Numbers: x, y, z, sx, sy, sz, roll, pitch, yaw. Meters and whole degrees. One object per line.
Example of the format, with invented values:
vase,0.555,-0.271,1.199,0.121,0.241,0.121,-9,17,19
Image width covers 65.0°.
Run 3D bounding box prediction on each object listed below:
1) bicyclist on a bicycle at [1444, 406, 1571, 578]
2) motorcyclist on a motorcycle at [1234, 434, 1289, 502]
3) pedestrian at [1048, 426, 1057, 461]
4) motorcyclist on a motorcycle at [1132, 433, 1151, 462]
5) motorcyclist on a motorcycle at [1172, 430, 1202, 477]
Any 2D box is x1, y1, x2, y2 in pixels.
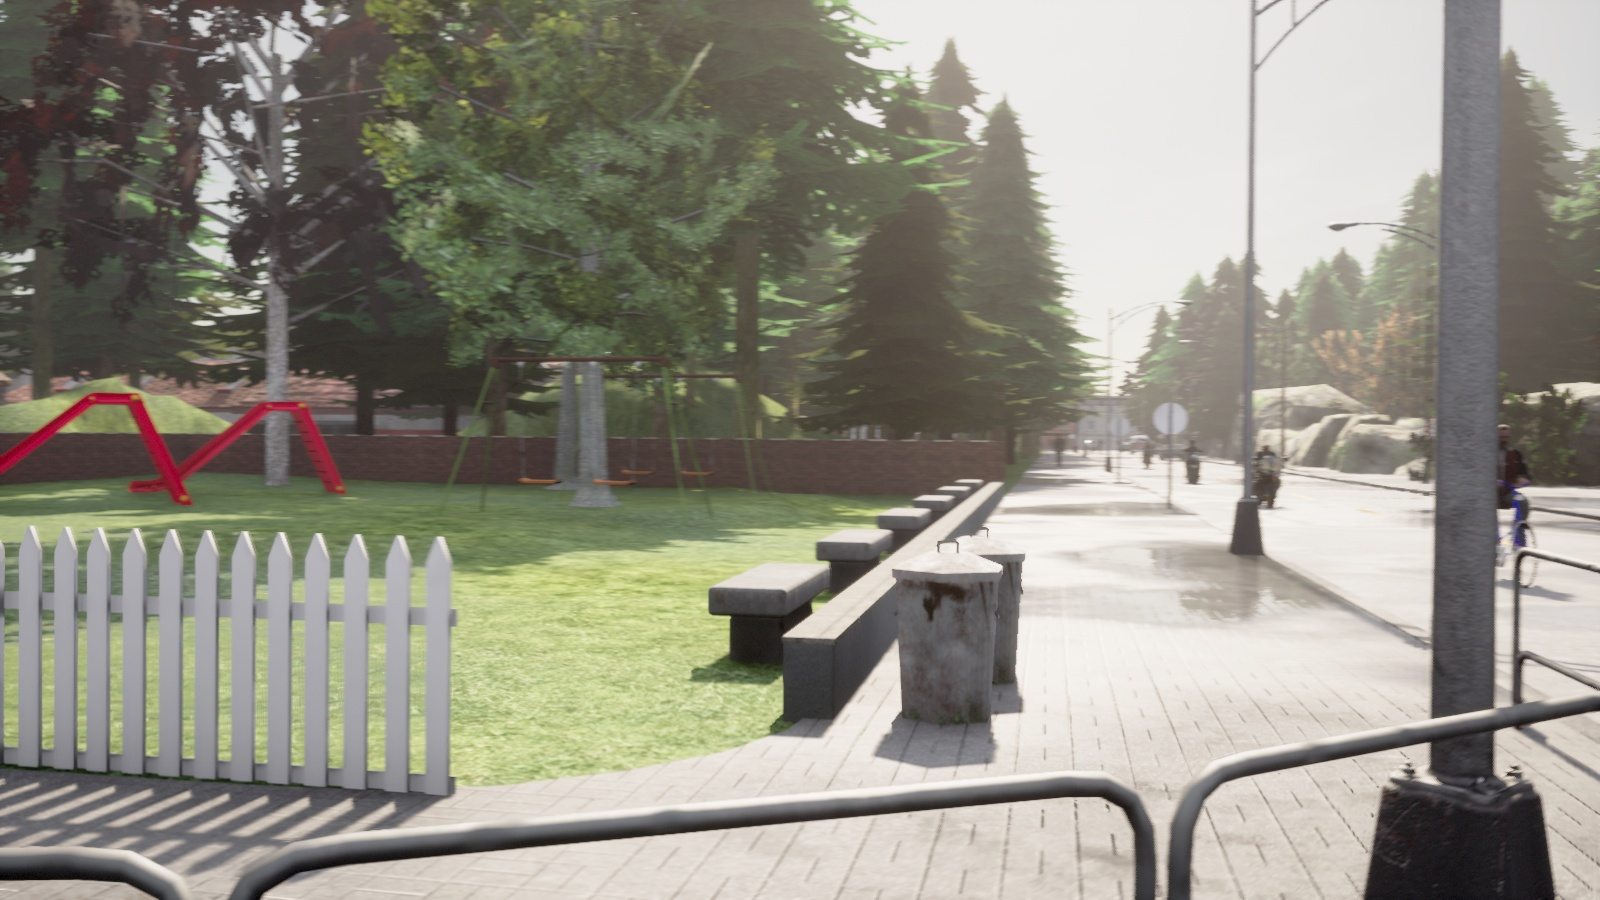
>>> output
bicyclist on a bicycle,7.785,0.431,13.904,0.659,1.776,1.843,-1,0,11
motorcyclist on a motorcycle,10.872,0.396,29.665,0.866,1.530,2.191,-1,1,11
pedestrian,13.258,-0.328,65.889,0.353,1.847,0.614,-1,1,17
motorcyclist on a motorcycle,18.229,-0.131,67.105,0.797,1.523,2.044,-1,1,11
motorcyclist on a motorcycle,13.891,0.116,45.084,0.766,1.649,2.350,-1,1,11
